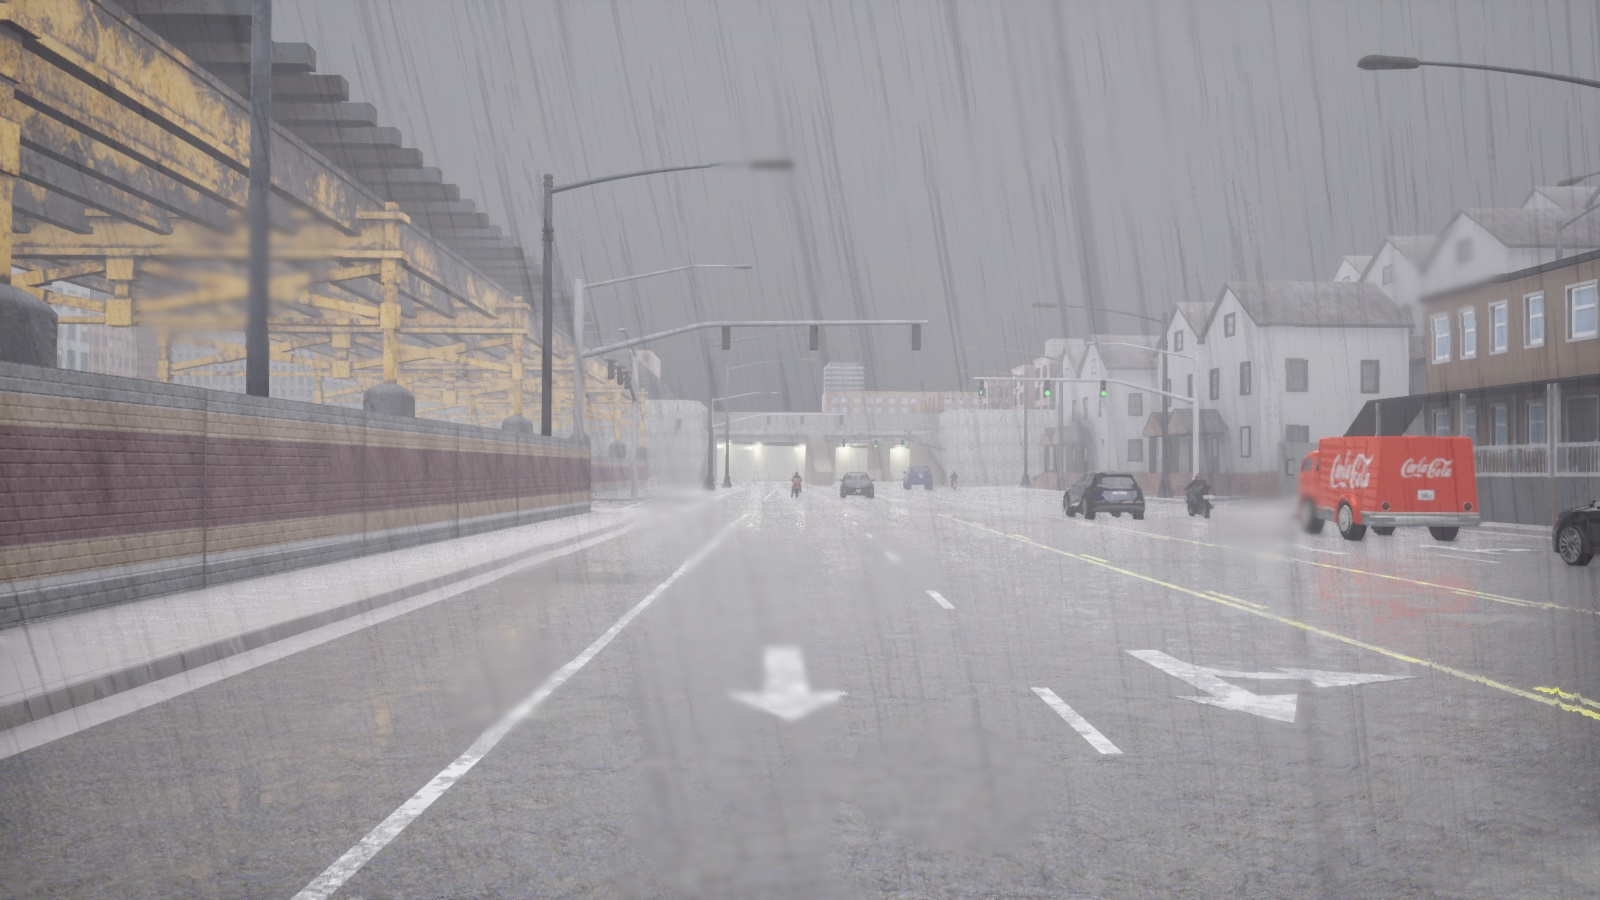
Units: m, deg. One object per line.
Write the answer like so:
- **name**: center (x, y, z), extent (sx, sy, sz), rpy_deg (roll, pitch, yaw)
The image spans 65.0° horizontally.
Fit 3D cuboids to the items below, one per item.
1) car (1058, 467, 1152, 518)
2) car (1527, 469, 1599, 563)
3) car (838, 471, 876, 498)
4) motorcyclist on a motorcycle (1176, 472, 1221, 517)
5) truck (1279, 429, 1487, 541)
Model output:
- **car**: center (10.397, 1.426, 43.135), extent (2.033, 1.649, 4.856), rpy_deg (0, -1, 0)
- **car**: center (13.955, 1.047, 19.804), extent (2.128, 1.511, 4.902), rpy_deg (0, -1, 0)
- **car**: center (3.323, 1.983, 73.710), extent (2.007, 1.525, 4.514), rpy_deg (0, -1, 0)
- **motorcyclist on a motorcycle**: center (13.899, 1.529, 43.850), extent (0.866, 1.530, 2.191), rpy_deg (0, -1, 0)
- **truck**: center (13.923, 0.793, 30.467), extent (2.627, 2.467, 5.204), rpy_deg (0, 0, 0)
